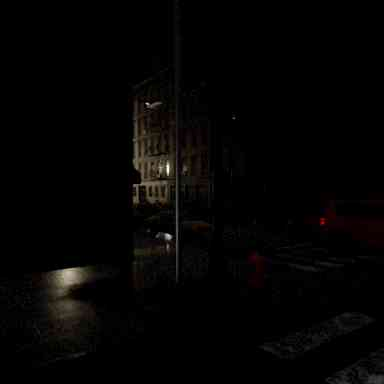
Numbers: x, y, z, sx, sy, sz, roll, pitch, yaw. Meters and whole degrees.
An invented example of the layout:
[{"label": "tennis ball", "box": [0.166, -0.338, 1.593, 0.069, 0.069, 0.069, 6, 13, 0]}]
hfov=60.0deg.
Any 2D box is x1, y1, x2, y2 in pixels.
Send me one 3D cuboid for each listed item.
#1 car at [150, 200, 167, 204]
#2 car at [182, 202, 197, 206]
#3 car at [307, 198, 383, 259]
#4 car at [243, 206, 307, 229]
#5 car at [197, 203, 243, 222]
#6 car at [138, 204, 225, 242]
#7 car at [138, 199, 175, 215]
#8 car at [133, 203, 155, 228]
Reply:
[{"label": "car", "box": [-3.558, 1.570, 25.115, 2.033, 1.411, 5.357, 0, 0, -35]}, {"label": "car", "box": [-0.549, 1.565, 30.341, 1.947, 1.339, 4.313, 0, 0, -35]}, {"label": "car", "box": [6.813, 1.228, 10.535, 2.150, 2.045, 5.566, 0, 0, -35]}, {"label": "car", "box": [5.731, 1.557, 21.523, 1.947, 1.339, 4.313, 0, 0, -35]}, {"label": "car", "box": [2.591, 1.578, 25.932, 1.802, 1.307, 4.206, 0, 0, -35]}, {"label": "car", "box": [-0.713, 1.554, 16.737, 1.752, 1.417, 4.829, 0, 0, -35]}, {"label": "car", "box": [-3.787, 1.528, 34.889, 1.752, 1.417, 4.829, 0, 0, -35]}, {"label": "car", "box": [-3.952, 1.584, 21.285, 2.008, 1.369, 4.403, 0, 0, -35]}]
